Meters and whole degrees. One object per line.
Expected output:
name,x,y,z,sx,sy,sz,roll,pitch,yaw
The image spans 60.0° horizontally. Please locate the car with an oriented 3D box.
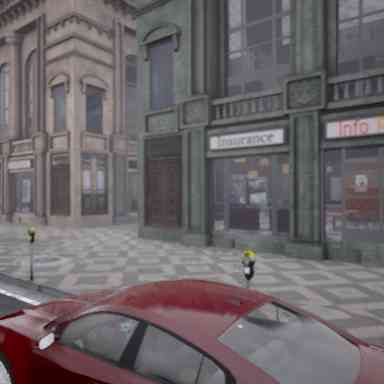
car,-0.257,1.546,3.148,4.507,1.381,1.887,0,0,35
